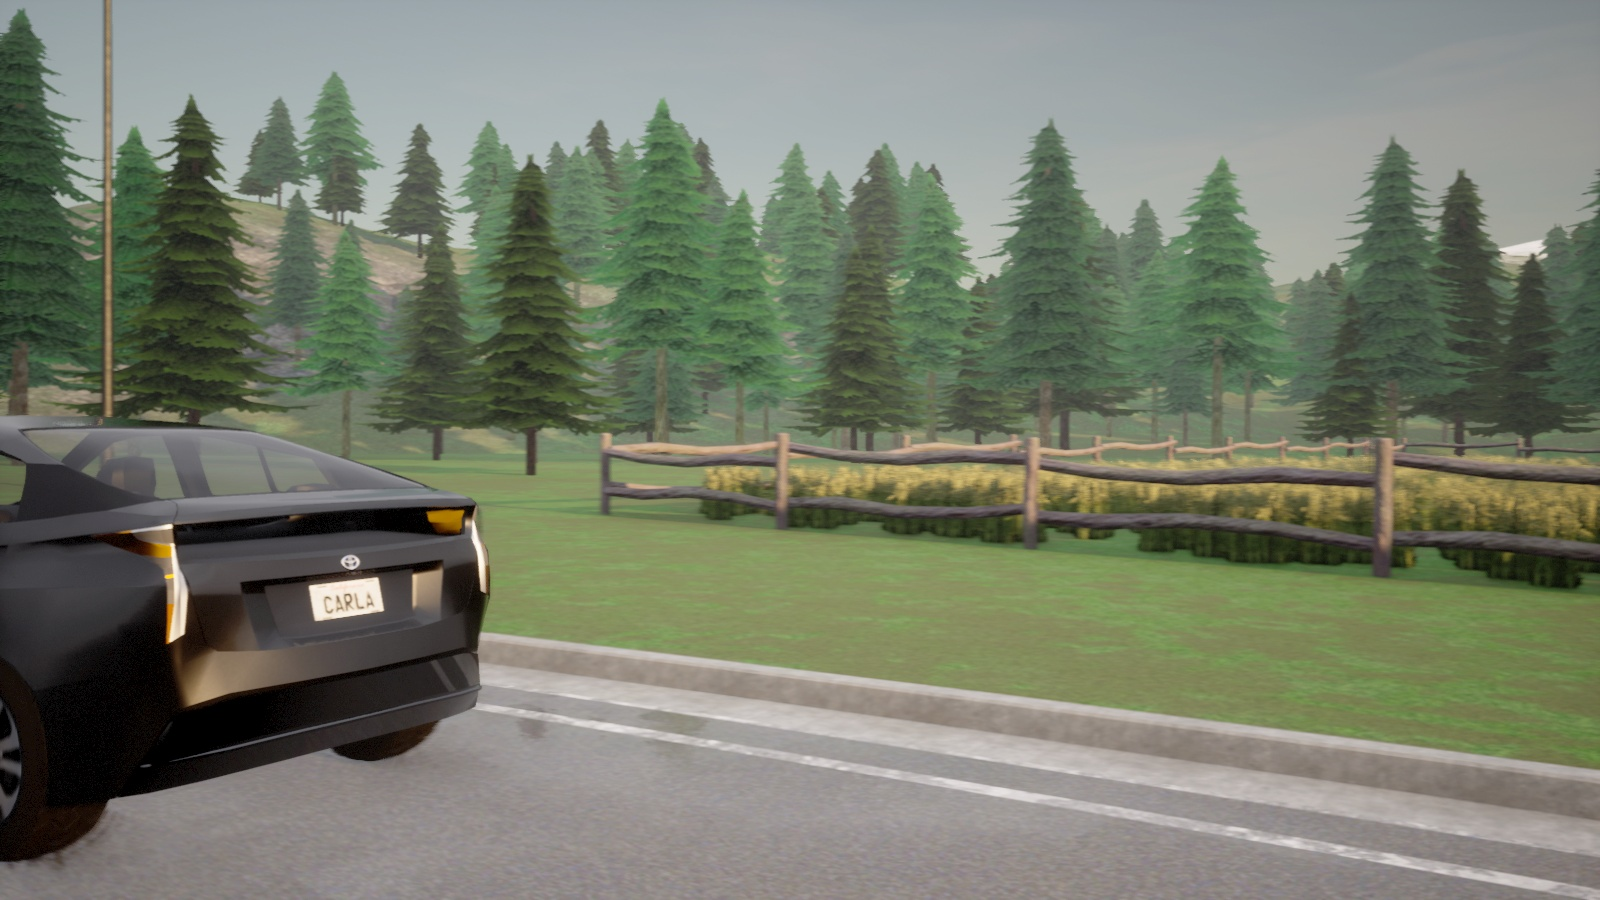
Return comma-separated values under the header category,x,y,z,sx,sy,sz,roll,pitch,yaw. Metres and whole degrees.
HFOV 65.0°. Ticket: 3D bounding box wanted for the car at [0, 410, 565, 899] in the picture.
category,x,y,z,sx,sy,sz,roll,pitch,yaw
car,-3.474,0.632,5.650,4.514,1.525,2.007,0,1,30
